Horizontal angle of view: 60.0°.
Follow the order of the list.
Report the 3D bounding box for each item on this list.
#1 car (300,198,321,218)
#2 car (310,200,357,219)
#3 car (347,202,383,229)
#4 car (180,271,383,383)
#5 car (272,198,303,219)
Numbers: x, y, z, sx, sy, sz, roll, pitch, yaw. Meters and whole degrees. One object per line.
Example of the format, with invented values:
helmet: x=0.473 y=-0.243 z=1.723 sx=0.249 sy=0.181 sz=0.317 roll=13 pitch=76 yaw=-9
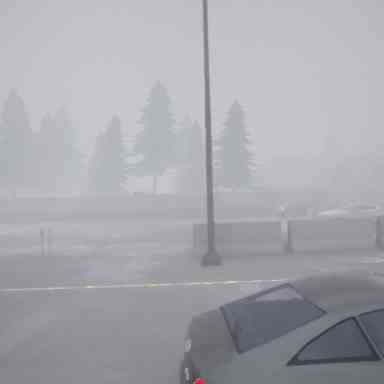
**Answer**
car: x=11.270 y=1.411 z=25.354 sx=4.902 sy=1.511 sz=2.128 roll=-1 pitch=0 yaw=-7
car: x=10.543 y=1.436 z=21.752 sx=4.674 sy=1.442 sz=1.812 roll=-1 pitch=0 yaw=-7
car: x=11.437 y=1.386 z=18.330 sx=4.674 sy=1.442 sz=1.812 roll=-1 pitch=0 yaw=-7
car: x=1.965 y=1.549 z=3.233 sx=4.181 sy=1.385 sz=1.994 roll=-1 pitch=0 yaw=-3
car: x=9.258 y=1.349 z=28.656 sx=4.553 sy=1.767 sz=2.097 roll=-1 pitch=0 yaw=-7
